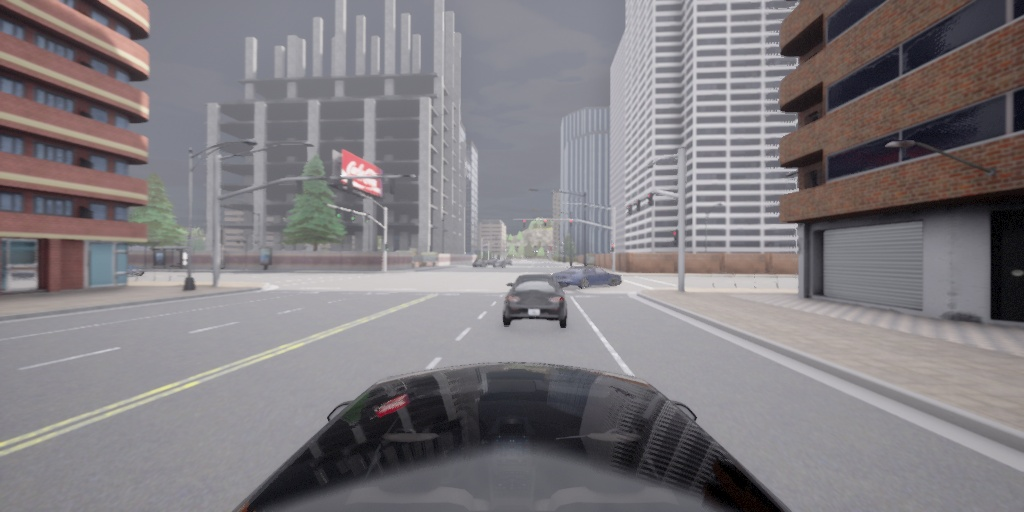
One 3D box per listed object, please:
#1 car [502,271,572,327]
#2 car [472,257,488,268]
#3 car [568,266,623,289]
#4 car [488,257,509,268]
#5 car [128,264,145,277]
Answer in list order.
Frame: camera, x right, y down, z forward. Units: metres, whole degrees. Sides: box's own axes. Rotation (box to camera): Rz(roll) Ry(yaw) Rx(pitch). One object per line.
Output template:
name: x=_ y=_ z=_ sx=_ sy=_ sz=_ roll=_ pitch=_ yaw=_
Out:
car: x=0.770 y=1.304 z=11.600 sx=1.812 sy=1.442 sz=4.674 roll=0 pitch=0 yaw=5
car: x=-5.778 y=1.367 z=62.782 sx=1.837 sy=1.490 sz=4.892 roll=0 pitch=0 yaw=5
car: x=5.006 y=1.377 z=23.628 sx=5.357 sy=1.411 sz=2.033 roll=0 pitch=0 yaw=-38
car: x=-2.276 y=1.374 z=62.687 sx=2.128 sy=1.511 sz=4.902 roll=0 pitch=0 yaw=5
car: x=-35.606 y=1.155 z=32.034 sx=4.674 sy=1.442 sz=1.812 roll=0 pitch=0 yaw=4
